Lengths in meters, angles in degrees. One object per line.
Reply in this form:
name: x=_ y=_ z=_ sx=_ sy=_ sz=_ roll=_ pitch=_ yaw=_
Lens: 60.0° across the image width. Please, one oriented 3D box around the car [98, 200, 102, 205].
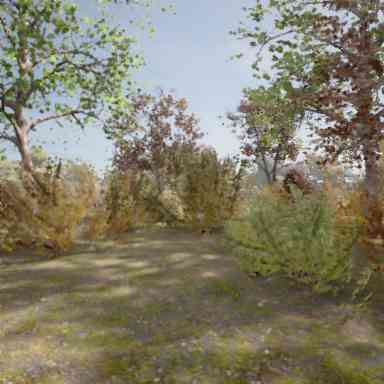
car: x=-14.005 y=1.735 z=53.053 sx=1.994 sy=1.385 sz=4.181 roll=0 pitch=0 yaw=25
